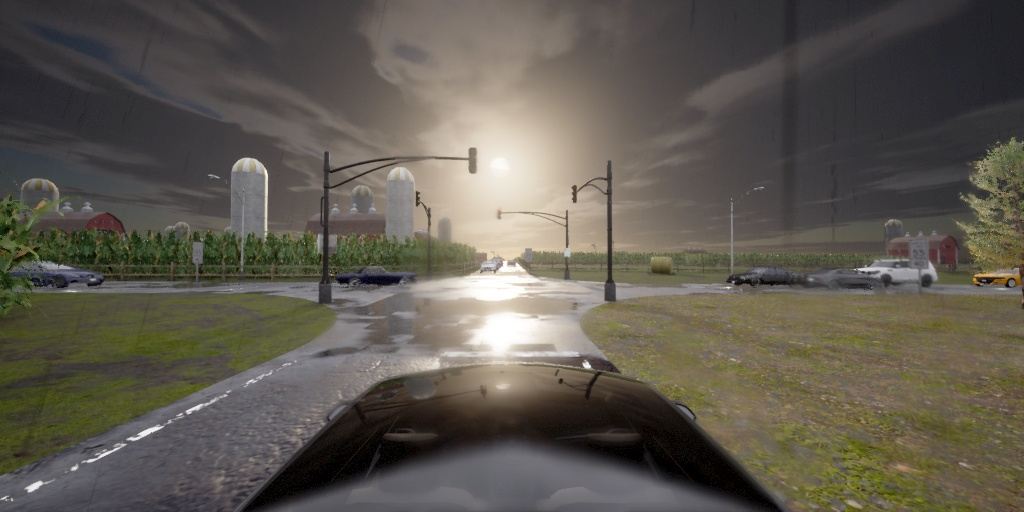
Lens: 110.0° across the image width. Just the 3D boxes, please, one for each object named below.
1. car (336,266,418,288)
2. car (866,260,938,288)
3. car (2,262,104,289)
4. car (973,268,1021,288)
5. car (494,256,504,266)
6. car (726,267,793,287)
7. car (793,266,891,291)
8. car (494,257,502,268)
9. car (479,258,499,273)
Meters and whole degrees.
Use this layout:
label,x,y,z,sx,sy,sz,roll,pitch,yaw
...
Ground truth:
label,x,y,z,sx,sy,sz,roll,pitch,yaw
car,-8.331,1.297,22.532,4.718,1.301,1.895,1,-1,-19
car,28.655,1.291,27.050,5.566,2.045,2.150,1,-1,-4
car,-25.583,1.042,19.779,4.674,1.442,1.812,0,-1,-3
car,38.836,1.645,27.806,5.008,1.535,1.882,1,-1,-5
car,-2.904,1.295,62.584,1.882,1.535,5.008,0,0,0
car,18.670,1.525,26.339,5.357,1.411,2.033,1,-1,-8
car,20.860,1.481,22.763,4.181,1.385,1.994,0,-1,-4
car,-2.883,1.325,52.563,1.812,1.442,4.674,0,0,0
car,-2.827,1.312,43.405,1.812,1.442,4.674,0,0,-1
